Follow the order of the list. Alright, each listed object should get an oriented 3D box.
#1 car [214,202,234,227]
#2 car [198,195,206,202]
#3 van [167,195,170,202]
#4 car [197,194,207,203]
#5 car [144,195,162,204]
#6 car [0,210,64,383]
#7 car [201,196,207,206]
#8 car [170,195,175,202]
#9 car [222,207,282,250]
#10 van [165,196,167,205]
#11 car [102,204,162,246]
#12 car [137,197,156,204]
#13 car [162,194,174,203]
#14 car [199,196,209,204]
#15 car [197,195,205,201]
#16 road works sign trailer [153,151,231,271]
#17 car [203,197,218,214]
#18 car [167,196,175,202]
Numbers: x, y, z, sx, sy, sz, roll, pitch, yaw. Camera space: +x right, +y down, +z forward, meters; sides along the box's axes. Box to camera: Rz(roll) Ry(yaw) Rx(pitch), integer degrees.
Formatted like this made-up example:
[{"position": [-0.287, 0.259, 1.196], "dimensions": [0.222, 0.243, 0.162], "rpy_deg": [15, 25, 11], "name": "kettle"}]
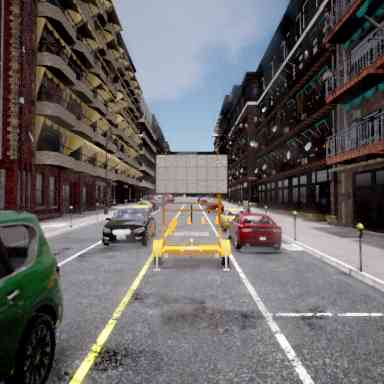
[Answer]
[{"position": [2.565, 1.551, 19.998], "dimensions": [1.752, 1.417, 4.829], "rpy_deg": [1, 0, 0], "name": "car"}, {"position": [2.520, 1.677, 58.542], "dimensions": [1.887, 1.381, 4.507], "rpy_deg": [1, 0, 0], "name": "car"}, {"position": [-5.356, 1.474, 58.595], "dimensions": [1.690, 1.788, 3.998], "rpy_deg": [1, 0, 0], "name": "van"}, {"position": [2.465, 1.543, 80.666], "dimensions": [2.192, 1.841, 5.009], "rpy_deg": [1, 0, 0], "name": "car"}, {"position": [-5.335, 1.394, 42.005], "dimensions": [2.192, 1.841, 5.009], "rpy_deg": [2, 0, 0], "name": "car"}, {"position": [-2.745, 1.225, 2.147], "dimensions": [2.150, 2.045, 5.566], "rpy_deg": [0, 0, 0], "name": "car"}, {"position": [2.539, 1.629, 41.950], "dimensions": [2.008, 1.369, 4.403], "rpy_deg": [1, 0, 0], "name": "car"}, {"position": [-5.368, 1.493, 69.656], "dimensions": [2.192, 1.841, 5.009], "rpy_deg": [1, 0, 0], "name": "car"}, {"position": [2.571, 1.561, 14.296], "dimensions": [1.887, 1.381, 4.507], "rpy_deg": [1, 0, 0], "name": "car"}, {"position": [-5.349, 1.453, 53.063], "dimensions": [1.690, 1.788, 3.998], "rpy_deg": [2, 0, 0], "name": "van"}, {"position": [-2.768, 1.510, 15.390], "dimensions": [2.128, 1.511, 4.902], "rpy_deg": [0, 0, 0], "name": "car"}, {"position": [-5.334, 1.589, 36.303], "dimensions": [1.752, 1.417, 4.829], "rpy_deg": [2, 0, 0], "name": "car"}, {"position": [-5.374, 1.518, 75.186], "dimensions": [2.192, 1.841, 5.009], "rpy_deg": [1, 0, 0], "name": "car"}, {"position": [2.517, 1.618, 69.604], "dimensions": [1.967, 1.590, 4.097], "rpy_deg": [1, 0, 0], "name": "car"}, {"position": [2.449, 1.725, 91.729], "dimensions": [1.967, 1.590, 4.097], "rpy_deg": [1, 0, 0], "name": "car"}, {"position": [-0.011, 0.475, 10.959], "dimensions": [2.380, 3.560, 2.880], "rpy_deg": [0, 0, 0], "name": "road works sign trailer"}, {"position": [2.545, 1.608, 36.418], "dimensions": [1.887, 1.381, 4.507], "rpy_deg": [1, 0, 0], "name": "car"}, {"position": [-5.393, 1.822, 86.247], "dimensions": [1.947, 1.339, 4.313], "rpy_deg": [1, 0, 0], "name": "car"}]
